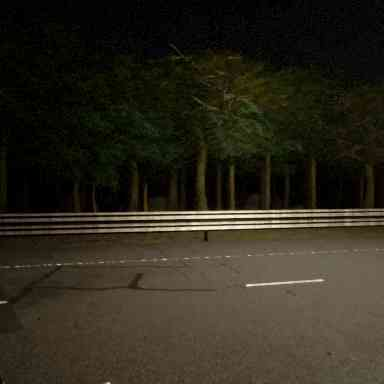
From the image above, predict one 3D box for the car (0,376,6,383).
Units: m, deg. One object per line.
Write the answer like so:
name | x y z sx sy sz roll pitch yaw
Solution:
car | -3.489 1.491 1.463 4.902 1.511 2.128 0 0 -13
